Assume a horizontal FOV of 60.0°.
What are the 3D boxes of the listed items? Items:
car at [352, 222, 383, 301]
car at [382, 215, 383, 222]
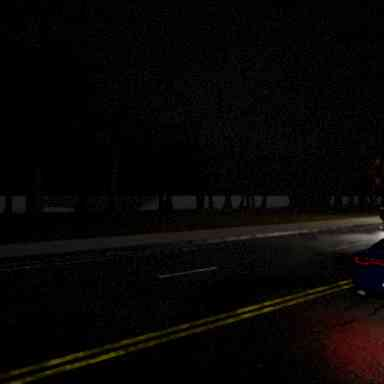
[{"bbox_3d":[5.592,1.547,7.441,5.008,1.535,1.882,1,0,-36],"label":"car"},{"bbox_3d":[14.400,1.527,21.893,4.902,1.511,2.128,1,0,-36],"label":"car"}]
